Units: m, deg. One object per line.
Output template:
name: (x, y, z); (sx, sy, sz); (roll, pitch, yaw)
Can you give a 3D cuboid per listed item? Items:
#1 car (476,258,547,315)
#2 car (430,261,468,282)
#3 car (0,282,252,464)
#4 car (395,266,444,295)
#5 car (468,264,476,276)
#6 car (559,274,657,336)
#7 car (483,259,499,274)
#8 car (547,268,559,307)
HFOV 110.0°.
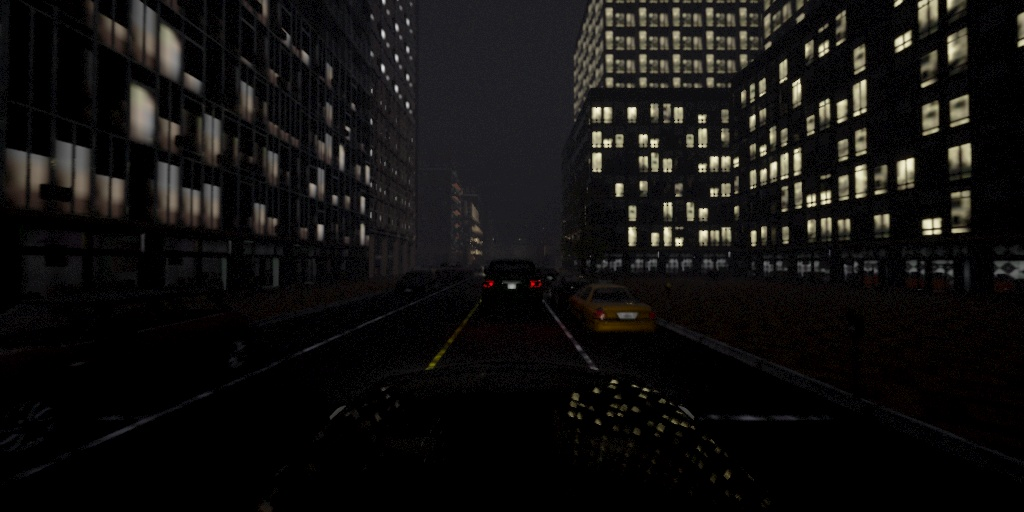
car: (0.011, 1.107, 14.444); (2.150, 2.045, 5.566); (0, 0, 0)
car: (-5.690, 1.398, 33.205); (2.192, 1.841, 5.009); (0, 0, 0)
car: (-5.689, 1.221, 4.762); (1.967, 1.591, 4.097); (0, 0, 0)
car: (-5.690, 1.526, 21.828); (1.948, 1.339, 4.313); (0, 0, 0)
car: (-5.691, 1.754, 44.583); (1.888, 1.381, 4.507); (0, 0, 0)
car: (2.664, 1.366, 10.595); (1.751, 1.417, 4.829); (0, 0, 0)
car: (-3.095, 1.542, 54.500); (2.150, 2.045, 5.566); (0, -1, 0)
car: (2.659, 1.450, 16.114); (2.007, 1.370, 4.403); (0, 0, 0)
